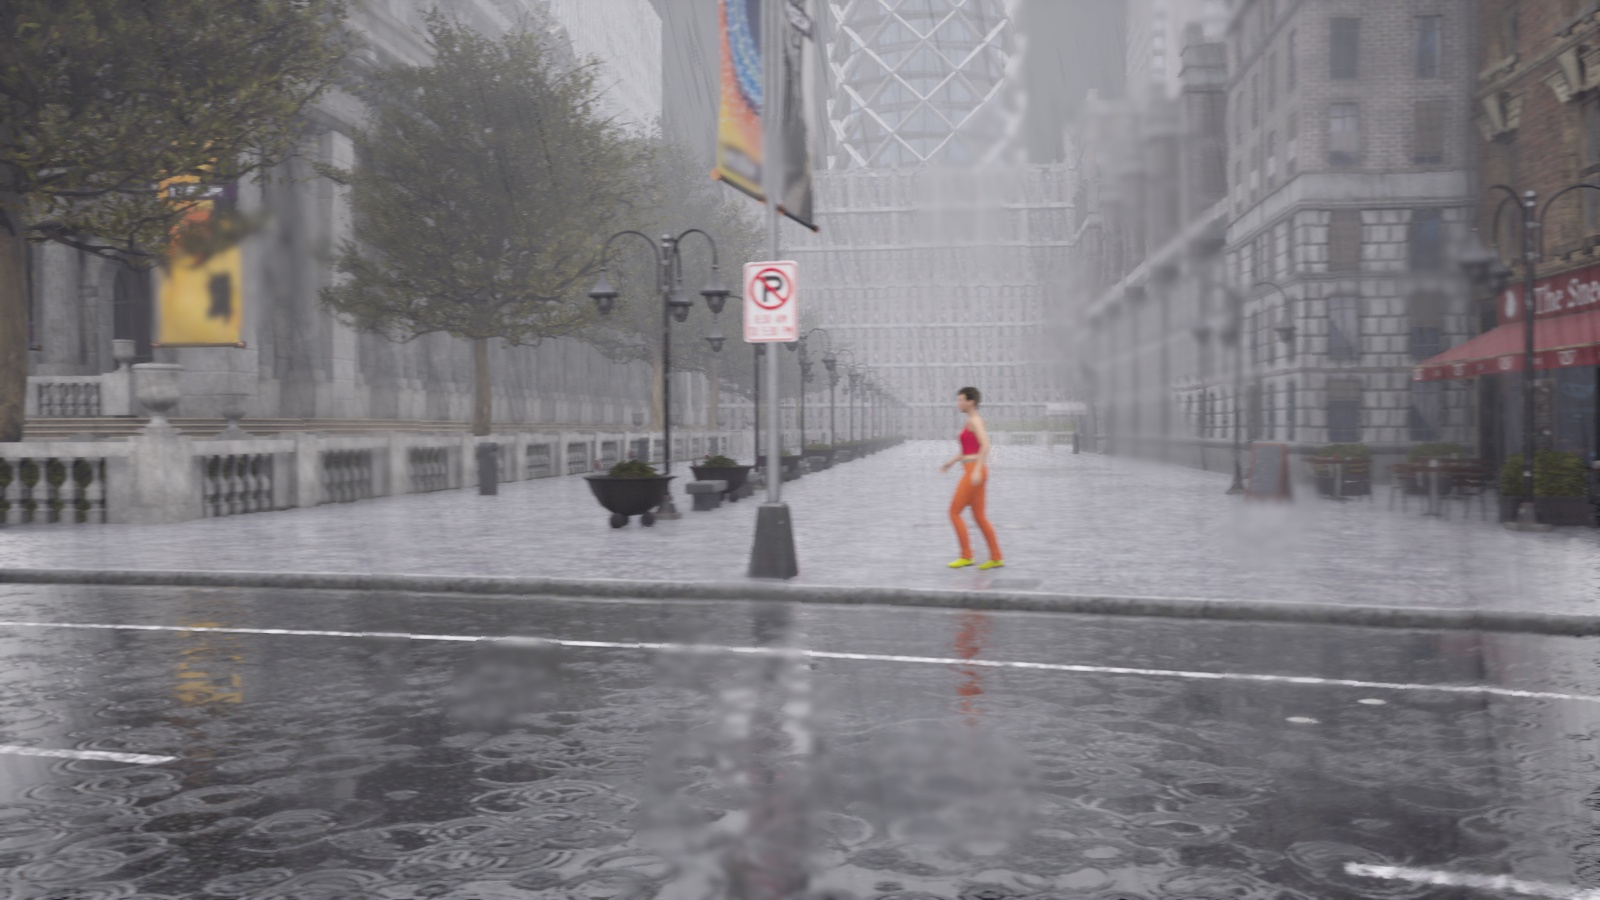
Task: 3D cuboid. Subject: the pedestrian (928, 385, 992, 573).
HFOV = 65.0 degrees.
[{"bbox_3d":[1.592,0.277,12.481,0.594,1.836,0.345,0,1,14],"label":"pedestrian"}]
